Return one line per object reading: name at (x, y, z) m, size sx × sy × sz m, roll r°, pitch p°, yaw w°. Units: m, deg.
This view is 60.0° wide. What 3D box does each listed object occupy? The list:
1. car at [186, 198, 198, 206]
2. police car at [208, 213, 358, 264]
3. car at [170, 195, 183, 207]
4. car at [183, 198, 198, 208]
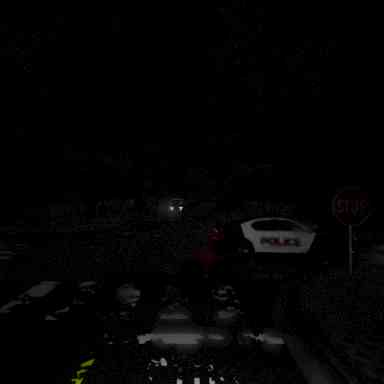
car at (0.002, 1.955, 66.000) m, size 2.128 × 1.511 × 4.902 m, roll 0°, pitch -1°, yaw 0°
police car at (3.082, 1.550, 11.621) m, size 4.974 × 1.542 × 2.038 m, roll 1°, pitch -1°, yaw -1°
car at (-2.749, 1.621, 60.970) m, size 2.150 × 2.045 × 5.566 m, roll 0°, pitch -1°, yaw 0°
car at (0.003, 1.827, 55.580) m, size 2.128 × 1.511 × 4.902 m, roll 0°, pitch -1°, yaw 0°
